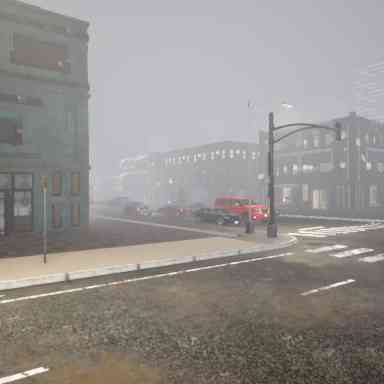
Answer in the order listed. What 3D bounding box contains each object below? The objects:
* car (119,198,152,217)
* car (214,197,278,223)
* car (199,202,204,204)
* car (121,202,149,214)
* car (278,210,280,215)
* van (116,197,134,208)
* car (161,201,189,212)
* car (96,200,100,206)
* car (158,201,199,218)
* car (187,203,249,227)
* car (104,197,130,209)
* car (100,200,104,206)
[{"bbox_3d":[-6.055,1.846,36.795,1.967,1.590,4.097,-1,0,-35],"label":"car"},{"bbox_3d":[3.939,1.445,27.207,2.150,2.045,5.566,-1,0,-35],"label":"car"},{"bbox_3d":[0.779,1.903,41.650,1.802,1.307,4.206,-2,0,-35],"label":"car"},{"bbox_3d":[-7.428,2.011,43.242,1.994,1.385,4.181,-1,0,-35],"label":"car"},{"bbox_3d":[5.557,1.811,30.156,1.895,1.301,4.718,-1,0,-33],"label":"car"},{"bbox_3d":[-12.047,1.906,59.700,1.690,1.788,3.998,-1,0,-35],"label":"van"},{"bbox_3d":[-2.425,1.965,46.162,1.802,1.307,4.206,-2,0,-35],"label":"car"},{"bbox_3d":[-18.452,2.227,68.726,1.887,1.381,4.507,-1,0,-35],"label":"car"},{"bbox_3d":[-1.713,1.937,35.176,1.895,1.301,4.718,-1,0,-35],"label":"car"},{"bbox_3d":[1.884,1.814,25.412,1.947,1.339,4.313,-1,0,-35],"label":"car"},{"bbox_3d":[-12.195,1.777,55.452,2.150,2.045,5.566,-1,0,-35],"label":"car"},{"bbox_3d":[-15.252,1.939,64.213,2.192,1.841,5.009,-1,0,-35],"label":"car"}]
